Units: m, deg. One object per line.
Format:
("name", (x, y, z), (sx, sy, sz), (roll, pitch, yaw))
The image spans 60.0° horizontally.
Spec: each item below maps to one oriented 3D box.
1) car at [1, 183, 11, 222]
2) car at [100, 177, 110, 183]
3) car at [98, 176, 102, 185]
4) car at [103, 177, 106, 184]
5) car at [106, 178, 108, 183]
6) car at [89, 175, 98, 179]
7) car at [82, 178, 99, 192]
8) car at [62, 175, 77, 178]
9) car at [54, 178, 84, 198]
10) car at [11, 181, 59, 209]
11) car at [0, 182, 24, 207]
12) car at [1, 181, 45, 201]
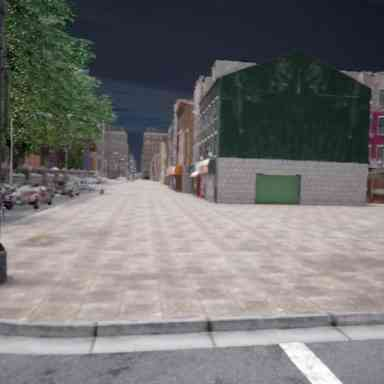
("car", (-9.093, 0.498, 12.634), (2.097, 1.767, 4.553), (2, 3, -7))
("car", (-22.579, -3.100, 86.636), (2.008, 1.369, 4.403), (2, 2, -9))
("car", (-19.350, -2.083, 64.927), (1.752, 1.417, 4.829), (3, 2, -9))
("car", (-20.164, -2.564, 70.472), (2.192, 1.841, 5.009), (3, 2, -9))
("car", (-20.977, -2.589, 75.865), (2.008, 1.369, 4.403), (3, 2, -9))
("car", (-18.570, -1.912, 59.706), (1.967, 1.590, 4.097), (3, 2, -9))
("car", (-13.307, -0.764, 41.705), (1.895, 1.301, 4.718), (2, 3, -8))
("car", (-16.162, -1.229, 43.548), (2.192, 1.841, 5.009), (3, 2, -9))
("car", (-11.783, -0.321, 31.217), (1.837, 1.490, 4.892), (1, 2, -9))
("car", (-10.335, 0.207, 21.478), (1.812, 1.442, 4.674), (2, 3, -8))
("car", (-12.976, 0.119, 22.022), (2.008, 1.369, 4.403), (3, 3, -9))
("car", (-13.776, -0.148, 27.406), (1.947, 1.339, 4.313), (3, 3, -9))
